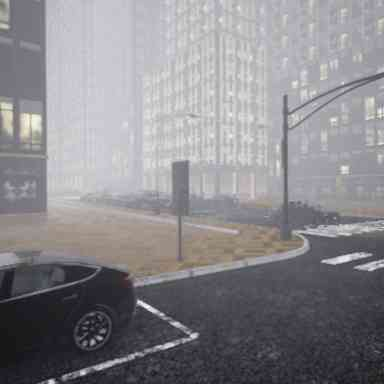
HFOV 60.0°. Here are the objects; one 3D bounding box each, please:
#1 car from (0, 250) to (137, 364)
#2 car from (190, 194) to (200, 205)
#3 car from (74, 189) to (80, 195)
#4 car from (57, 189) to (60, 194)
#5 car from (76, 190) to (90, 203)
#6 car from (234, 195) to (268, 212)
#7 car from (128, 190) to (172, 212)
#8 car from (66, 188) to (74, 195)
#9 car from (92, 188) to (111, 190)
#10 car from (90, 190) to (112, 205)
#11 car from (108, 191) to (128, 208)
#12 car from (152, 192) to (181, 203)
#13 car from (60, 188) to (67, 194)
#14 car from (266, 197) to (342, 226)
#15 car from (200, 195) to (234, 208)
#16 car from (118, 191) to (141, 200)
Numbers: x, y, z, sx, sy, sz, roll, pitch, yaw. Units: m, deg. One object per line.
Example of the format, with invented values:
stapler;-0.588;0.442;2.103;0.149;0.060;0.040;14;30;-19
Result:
car;-2.861;1.565;4.522;4.313;1.339;1.947;0;0;-35
car;-0.129;0.862;40.125;1.802;1.307;4.206;1;1;-36
car;-23.329;0.100;71.893;2.008;1.369;4.403;1;1;-36
car;-33.269;-0.321;85.507;1.967;1.590;4.097;1;1;-36
car;-13.520;0.720;44.252;1.802;1.307;4.206;1;1;-36
car;6.468;1.011;31.240;1.752;1.417;4.829;1;1;-36
car;-3.573;0.768;30.636;2.192;1.841;5.009;1;1;-36
car;-26.643;-0.009;76.431;1.887;1.381;4.507;1;1;-36
car;-16.696;0.072;62.814;2.192;1.841;5.009;1;1;-36
car;-10.205;0.788;39.713;1.887;1.381;4.507;1;1;-36
car;-6.892;0.914;35.177;1.947;1.339;4.313;1;1;-36
car;-3.444;0.741;44.663;1.947;1.339;4.313;1;1;-36
car;-29.956;-0.217;80.969;1.967;1.590;4.097;1;1;-36
car;7.023;1.265;20.660;1.994;1.385;4.181;-1;1;-36
car;3.185;0.950;35.587;1.947;1.339;4.313;1;1;-36
car;-10.072;0.532;53.740;1.947;1.339;4.313;1;1;-36
